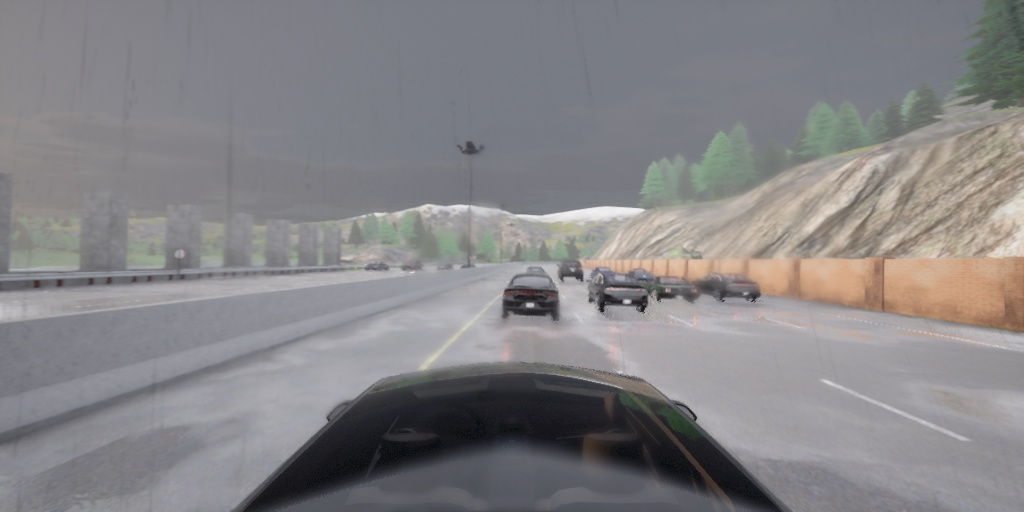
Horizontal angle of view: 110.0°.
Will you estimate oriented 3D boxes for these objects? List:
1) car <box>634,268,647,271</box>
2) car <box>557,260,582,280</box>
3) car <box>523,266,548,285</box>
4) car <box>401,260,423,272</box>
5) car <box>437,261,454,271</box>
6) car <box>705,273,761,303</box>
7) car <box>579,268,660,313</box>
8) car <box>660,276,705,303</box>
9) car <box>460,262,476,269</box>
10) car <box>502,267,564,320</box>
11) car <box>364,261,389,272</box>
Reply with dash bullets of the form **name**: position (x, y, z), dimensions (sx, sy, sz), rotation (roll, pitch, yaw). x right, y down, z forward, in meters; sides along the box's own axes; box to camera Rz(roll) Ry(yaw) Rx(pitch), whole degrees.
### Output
- **car**: position (12.837, 1.954, 36.477), dimensions (1.994, 1.385, 4.181), rotation (1, -1, 3)
- **car**: position (5.820, 1.455, 36.059), dimensions (2.150, 2.045, 5.566), rotation (1, -1, 3)
- **car**: position (2.078, 1.661, 32.252), dimensions (2.033, 1.411, 5.357), rotation (1, -1, 4)
- **car**: position (-14.540, 1.316, 52.363), dimensions (2.097, 1.767, 4.553), rotation (1, 0, 3)
- **car**: position (-10.731, 1.598, 57.993), dimensions (2.128, 1.511, 4.902), rotation (1, -1, 3)
- **car**: position (11.760, 1.687, 20.121), dimensions (2.128, 1.511, 4.902), rotation (1, -1, 4)
- **car**: position (4.407, 1.482, 15.546), dimensions (2.128, 1.511, 4.902), rotation (1, -1, 4)
- **car**: position (8.188, 1.711, 19.291), dimensions (1.895, 1.301, 4.718), rotation (1, -1, 4)
- **car**: position (-7.165, 1.742, 59.068), dimensions (2.033, 1.411, 5.357), rotation (1, -1, 3)
- **car**: position (0.743, 1.366, 13.420), dimensions (1.882, 1.535, 5.008), rotation (1, 0, 4)
- **car**: position (-18.244, 1.410, 48.528), dimensions (1.994, 1.385, 4.181), rotation (1, -1, 3)
